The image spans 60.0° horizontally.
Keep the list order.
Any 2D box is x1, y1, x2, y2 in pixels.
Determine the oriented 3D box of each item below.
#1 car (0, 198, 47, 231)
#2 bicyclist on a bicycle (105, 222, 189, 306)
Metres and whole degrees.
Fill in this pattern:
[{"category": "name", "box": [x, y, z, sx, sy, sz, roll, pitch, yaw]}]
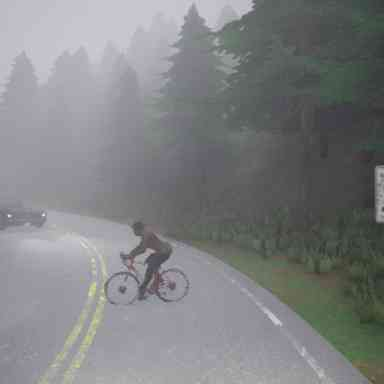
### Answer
[{"category": "car", "box": [-9.018, 0.997, 16.603, 4.718, 1.301, 1.895, 5, 3, 44]}, {"category": "bicyclist on a bicycle", "box": [-0.882, 1.406, 6.513, 1.656, 1.620, 0.582, -1, 1, -9]}]
